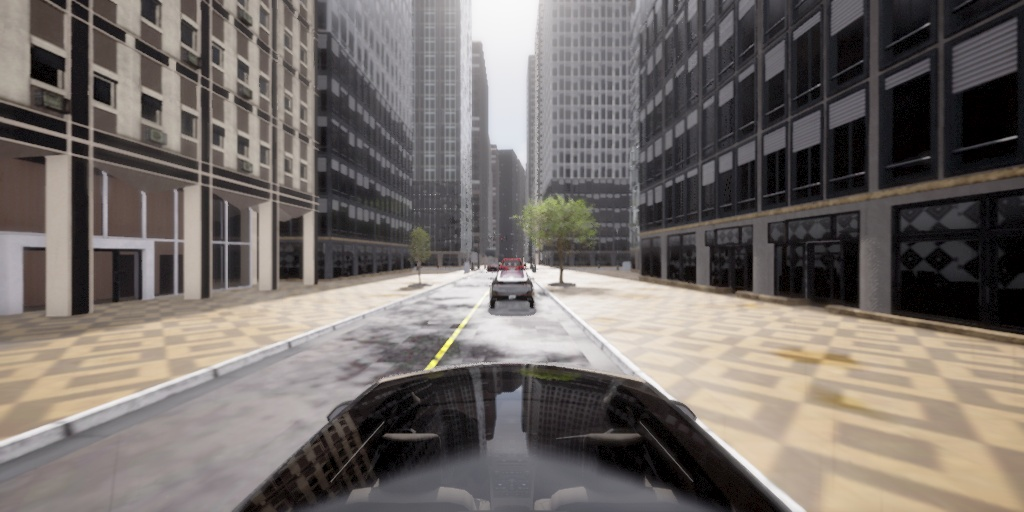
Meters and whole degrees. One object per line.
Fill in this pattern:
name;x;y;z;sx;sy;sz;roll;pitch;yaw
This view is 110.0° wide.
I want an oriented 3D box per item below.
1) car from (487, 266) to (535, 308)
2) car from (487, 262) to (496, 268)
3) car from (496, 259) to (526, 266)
car;0.011;1.385;16.135;2.128;1.511;4.902;0;0;0
car;-2.976;1.694;58.507;2.097;1.767;4.553;0;0;0
car;0.015;1.260;30.857;2.150;2.045;5.566;0;0;0
